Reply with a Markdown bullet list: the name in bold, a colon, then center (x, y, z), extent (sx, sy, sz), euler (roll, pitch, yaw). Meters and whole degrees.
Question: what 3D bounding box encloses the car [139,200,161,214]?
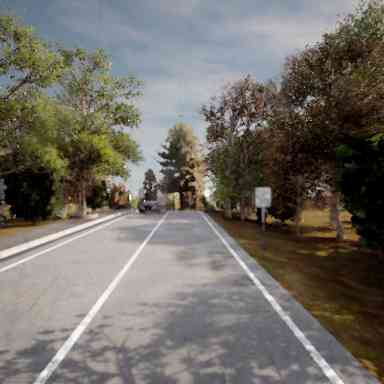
- **car**: center (-4.402, 1.559, 35.106), extent (1.994, 1.385, 4.181), euler (0, -1, -1)
